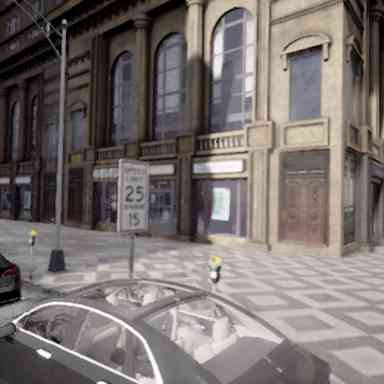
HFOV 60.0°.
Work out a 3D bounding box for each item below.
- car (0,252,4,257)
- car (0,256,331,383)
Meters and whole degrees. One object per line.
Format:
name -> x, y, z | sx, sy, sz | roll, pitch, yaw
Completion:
car -> -5.251, 1.668, 7.071 | 4.313, 1.339, 1.947 | 0, -2, 38
car -> -0.803, 1.643, 3.553 | 4.403, 1.369, 2.008 | 0, -2, 38
